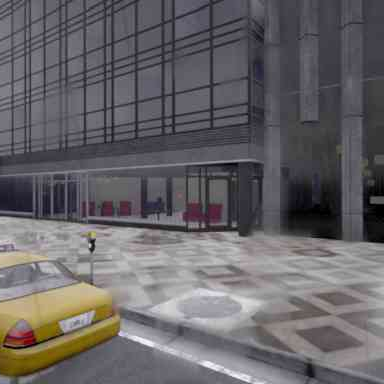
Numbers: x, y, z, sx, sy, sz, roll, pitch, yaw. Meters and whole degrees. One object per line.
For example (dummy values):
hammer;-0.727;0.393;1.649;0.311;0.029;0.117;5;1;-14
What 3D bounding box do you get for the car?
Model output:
car;-3.238;1.528;5.399;4.829;1.417;1.752;0;0;37
